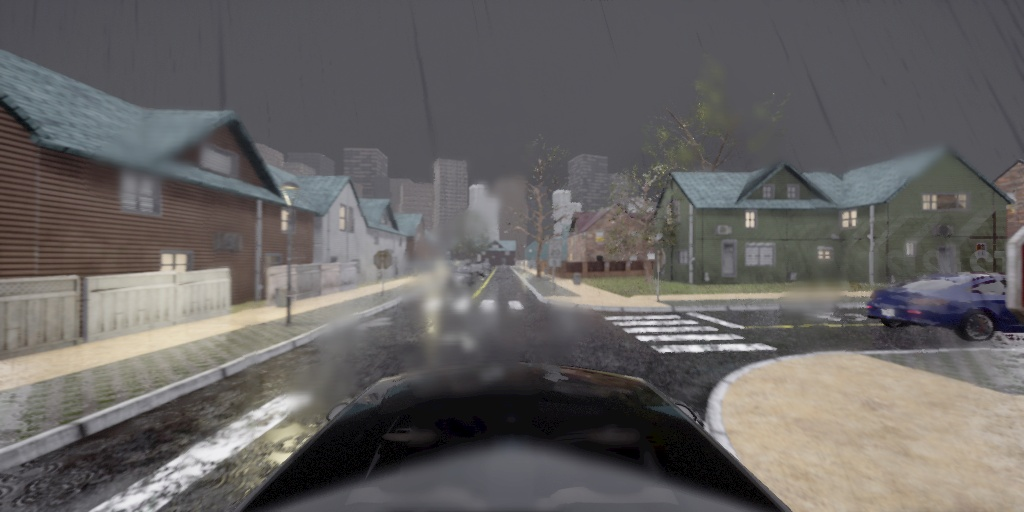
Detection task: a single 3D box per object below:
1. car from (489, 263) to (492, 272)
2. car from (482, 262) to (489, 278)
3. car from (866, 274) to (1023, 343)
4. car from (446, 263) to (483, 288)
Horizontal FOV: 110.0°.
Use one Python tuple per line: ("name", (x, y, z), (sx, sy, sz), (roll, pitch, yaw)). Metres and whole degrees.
("car", (-4.265, 1.760, 57.617), (2.128, 1.511, 4.902), (0, -1, -2))
("car", (-3.874, 1.570, 39.143), (1.837, 1.490, 4.892), (0, 0, -1))
("car", (11.285, 1.141, 8.573), (4.674, 1.442, 1.812), (-1, -1, 0))
("car", (-3.529, 1.440, 25.944), (2.128, 1.511, 4.902), (0, -1, -1))
